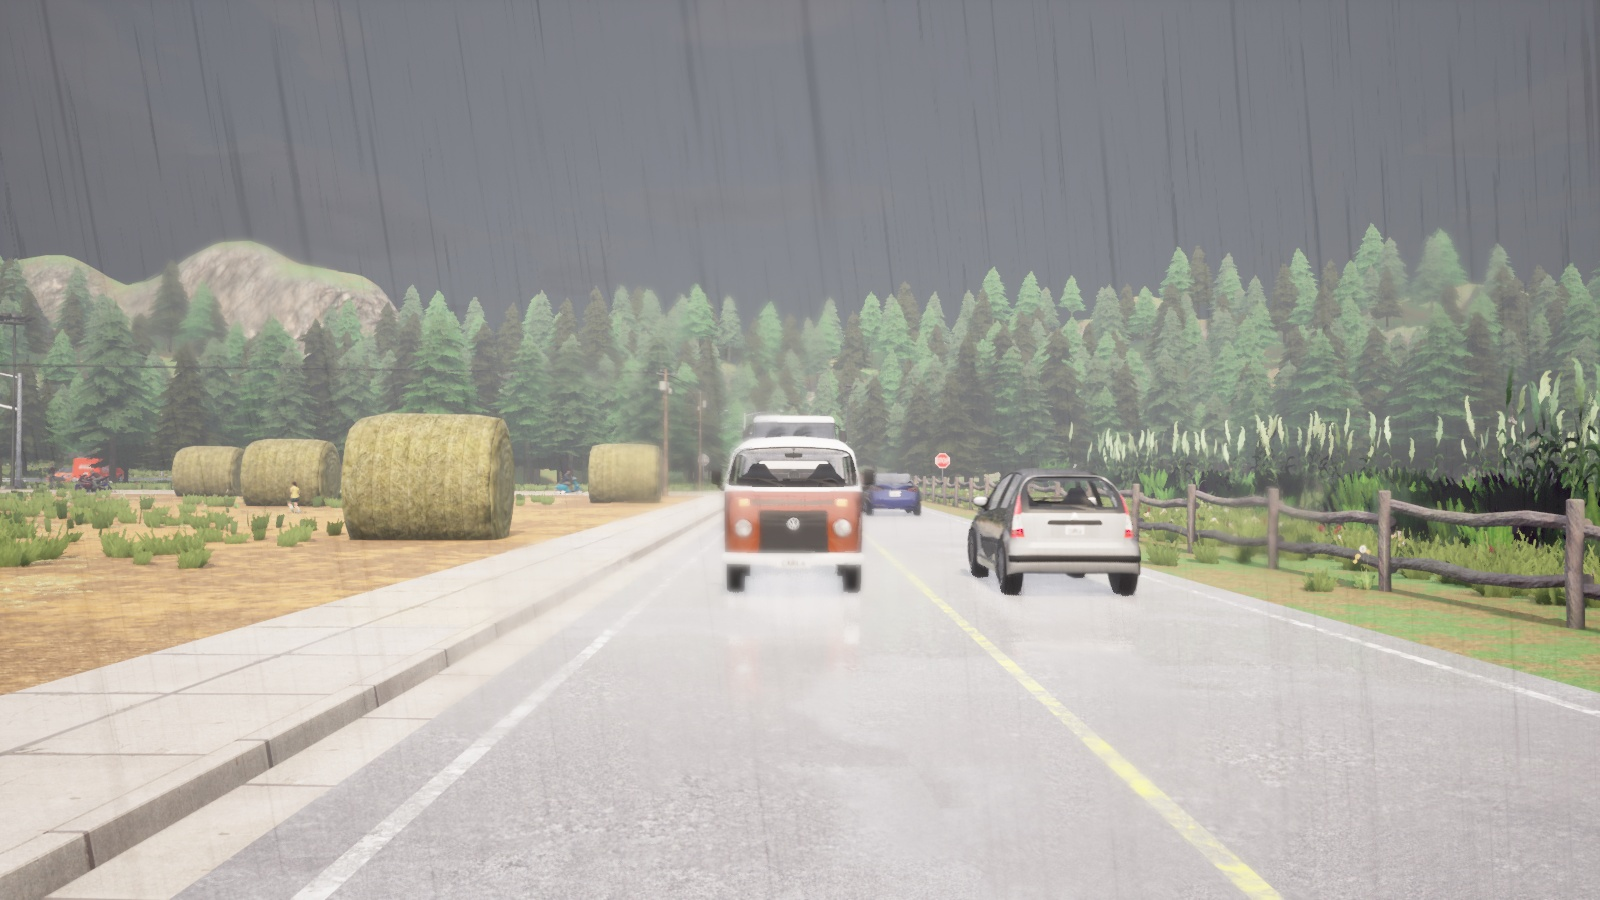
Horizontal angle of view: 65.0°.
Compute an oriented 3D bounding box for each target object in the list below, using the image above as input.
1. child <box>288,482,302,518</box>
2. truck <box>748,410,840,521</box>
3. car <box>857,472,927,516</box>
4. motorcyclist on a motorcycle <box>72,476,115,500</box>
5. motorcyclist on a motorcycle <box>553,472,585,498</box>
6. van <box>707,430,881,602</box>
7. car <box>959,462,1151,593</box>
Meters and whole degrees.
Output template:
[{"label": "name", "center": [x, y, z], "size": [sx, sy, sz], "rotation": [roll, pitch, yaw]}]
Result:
[{"label": "child", "center": [-16.004, 1.578, 39.772], "size": [0.394, 1.110, 0.255], "rotation": [-1, -1, 40]}, {"label": "truck", "center": [-0.201, 0.560, 43.370], "size": [2.891, 3.462, 7.936], "rotation": [0, -1, 0]}, {"label": "car", "center": [3.292, 1.567, 45.707], "size": [2.163, 1.488, 4.792], "rotation": [0, -1, 0]}, {"label": "motorcyclist on a motorcycle", "center": [-44.225, 2.378, 78.594], "size": [2.191, 1.530, 0.866], "rotation": [0, -1, -3]}, {"label": "motorcyclist on a motorcycle", "center": [-14.077, 2.143, 76.695], "size": [1.817, 1.590, 0.866], "rotation": [-1, -1, -3]}, {"label": "van", "center": [-0.082, 0.826, 17.181], "size": [2.069, 2.038, 4.480], "rotation": [0, -1, 0]}, {"label": "car", "center": [3.417, 0.994, 17.578], "size": [1.851, 1.617, 3.988], "rotation": [0, -1, 0]}]
